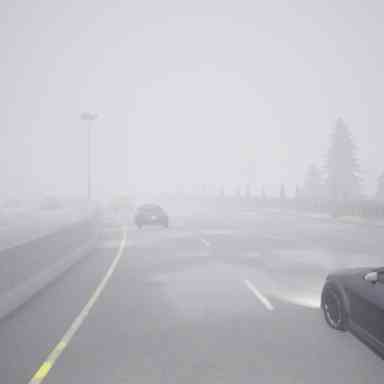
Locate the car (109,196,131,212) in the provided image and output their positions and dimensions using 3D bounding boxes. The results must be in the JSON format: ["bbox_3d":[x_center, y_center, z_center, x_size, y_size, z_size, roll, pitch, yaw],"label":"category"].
[{"bbox_3d":[-8.288,1.277,38.410,2.097,1.767,4.553,0,0,-23],"label":"car"}]

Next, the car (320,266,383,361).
[{"bbox_3d":[3.303,1.532,4.167,1.994,1.385,4.181,0,0,-3],"label":"car"}]

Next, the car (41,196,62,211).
[{"bbox_3d":[-16.985,1.335,40.109,2.097,1.767,4.553,-1,0,-27],"label":"car"}]

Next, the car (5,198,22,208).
[{"bbox_3d":[-26.710,1.622,49.705,1.994,1.385,4.181,-1,0,-34],"label":"car"}]

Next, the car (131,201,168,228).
[{"bbox_3d":[-2.759,1.496,21.910,1.994,1.385,4.181,0,0,-13],"label":"car"}]
